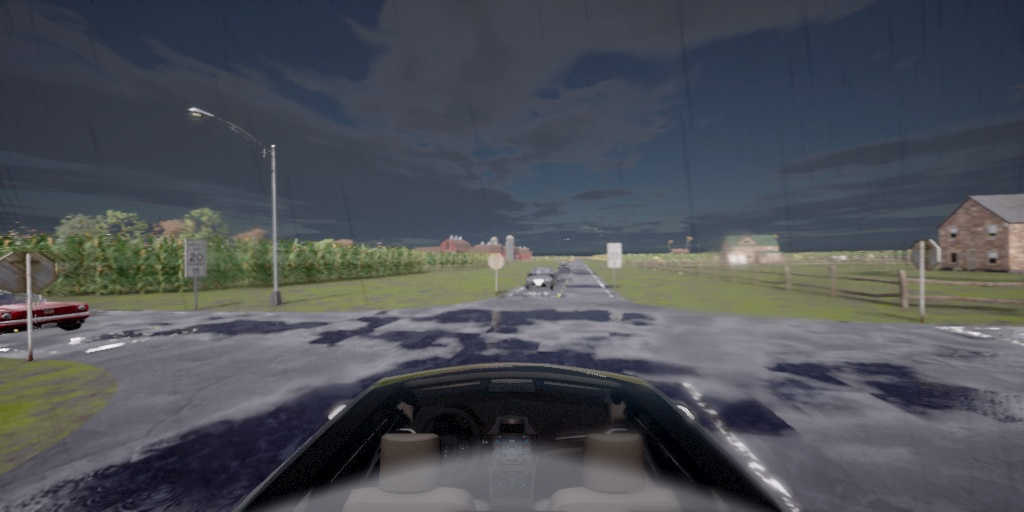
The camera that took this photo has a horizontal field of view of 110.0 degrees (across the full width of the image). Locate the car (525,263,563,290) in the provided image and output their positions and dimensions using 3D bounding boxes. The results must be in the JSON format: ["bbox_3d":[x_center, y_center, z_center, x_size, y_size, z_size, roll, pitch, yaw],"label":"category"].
[{"bbox_3d":[2.066,1.464,24.404,2.128,1.511,4.902,-1,0,11],"label":"car"}]

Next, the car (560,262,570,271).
[{"bbox_3d":[8.379,1.604,57.936,2.033,1.411,5.357,-1,-1,11],"label":"car"}]

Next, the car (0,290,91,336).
[{"bbox_3d":[-15.301,1.686,10.600,4.718,1.301,1.895,-1,0,11],"label":"car"}]
